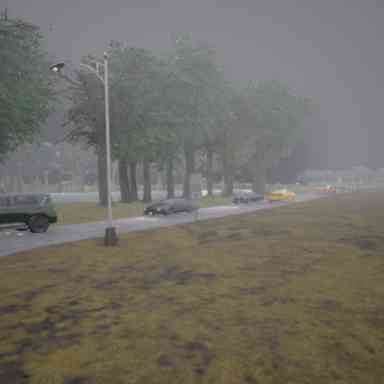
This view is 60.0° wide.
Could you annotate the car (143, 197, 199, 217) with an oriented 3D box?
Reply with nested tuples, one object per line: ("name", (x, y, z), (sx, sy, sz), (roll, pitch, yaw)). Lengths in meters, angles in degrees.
("car", (-1.555, 1.145, 26.831), (2.033, 1.411, 5.357), (-1, 1, 35))

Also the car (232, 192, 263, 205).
("car", (6.401, 0.727, 38.093), (1.895, 1.301, 4.718), (-1, 1, 36))

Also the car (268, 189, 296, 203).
("car", (10.584, 0.429, 38.921), (1.882, 1.535, 5.008), (-1, 1, 35))

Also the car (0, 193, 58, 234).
("car", (-9.430, 1.112, 16.172), (2.150, 2.045, 5.566), (-1, 0, 40))

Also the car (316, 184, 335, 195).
("car", (22.285, -0.486, 55.527), (2.097, 1.767, 4.553), (-1, 2, 36))
